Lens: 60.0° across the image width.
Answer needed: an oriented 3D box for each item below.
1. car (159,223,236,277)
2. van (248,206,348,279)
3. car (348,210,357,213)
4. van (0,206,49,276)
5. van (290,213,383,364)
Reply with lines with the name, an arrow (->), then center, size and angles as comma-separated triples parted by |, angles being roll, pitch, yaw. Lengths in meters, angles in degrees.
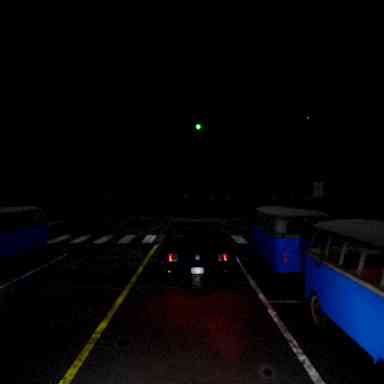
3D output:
car -> 0.015, 1.604, 10.235 | 1.895, 1.301, 4.718 | 0, 0, -3
van -> 2.761, 1.344, 9.804 | 1.690, 1.788, 3.998 | 0, 0, 0
car -> 9.447, 1.774, 21.003 | 5.357, 1.411, 2.033 | 1, 0, 2
van -> -5.764, 1.343, 9.804 | 1.690, 1.788, 3.998 | 0, 0, 0
van -> 2.761, 1.343, 4.367 | 1.690, 1.788, 3.998 | 0, 0, 0
